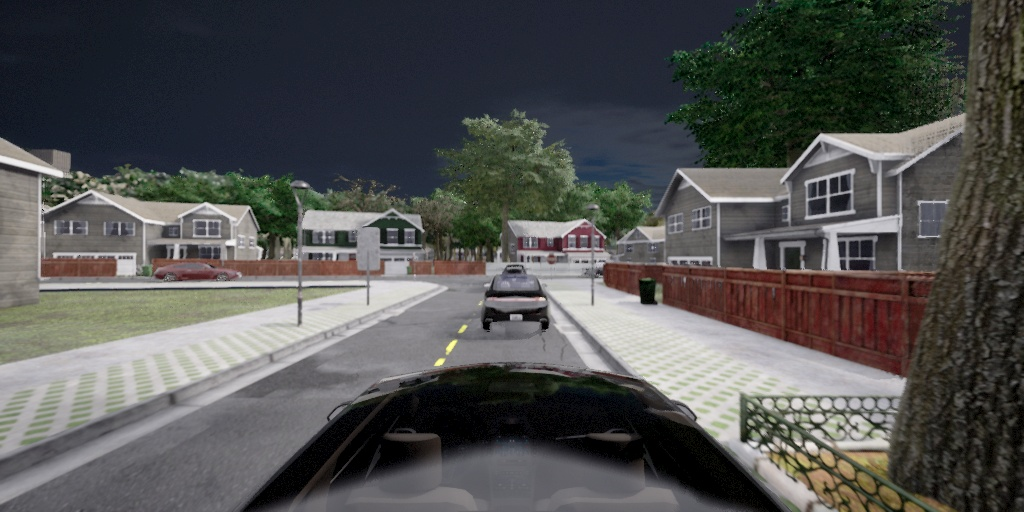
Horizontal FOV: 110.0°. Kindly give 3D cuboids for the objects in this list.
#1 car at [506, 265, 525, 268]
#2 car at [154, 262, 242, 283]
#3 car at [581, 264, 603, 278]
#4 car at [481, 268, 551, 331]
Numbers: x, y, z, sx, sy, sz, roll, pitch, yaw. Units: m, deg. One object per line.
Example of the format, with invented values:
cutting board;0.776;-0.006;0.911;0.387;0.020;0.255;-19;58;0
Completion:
car;0.290;1.407;28.186;1.837;1.490;4.892;0;0;3
car;-21.654;1.153;24.918;4.674;1.442;1.812;1;0;-20
car;10.008;1.591;39.556;4.902;1.511;2.128;1;0;-20
car;0.103;1.298;11.200;2.128;1.511;4.902;0;0;0
